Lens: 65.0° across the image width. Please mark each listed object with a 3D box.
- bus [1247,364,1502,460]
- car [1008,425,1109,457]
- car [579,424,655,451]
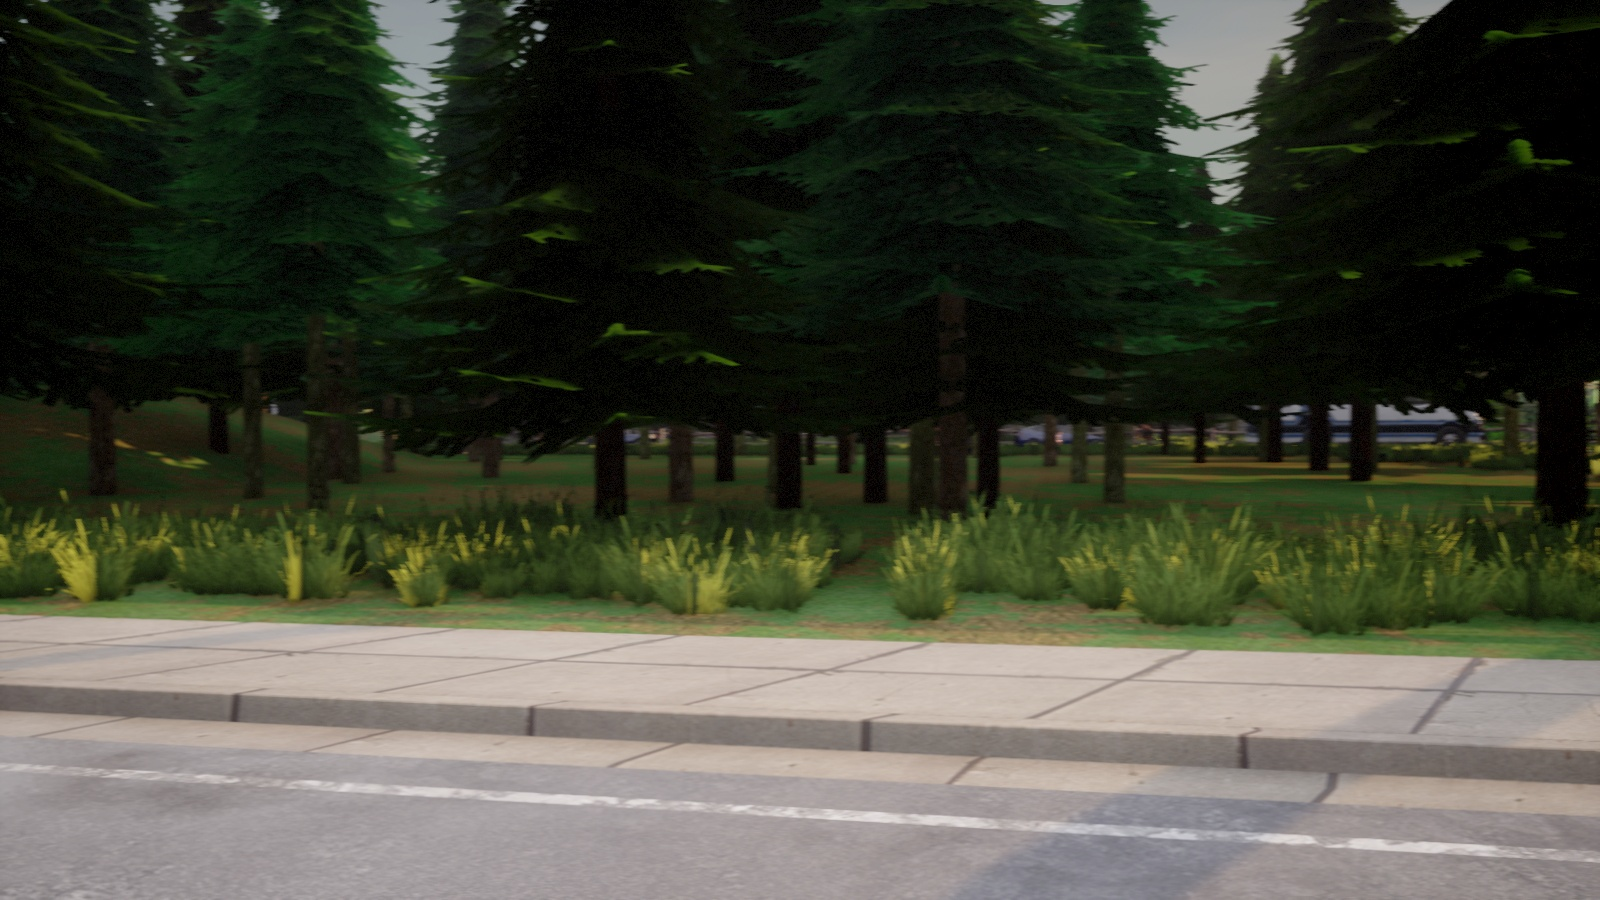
[{"bbox_3d":[26.597,-1.751,58.870,10.273,4.253,3.944,0,1,14],"label":"bus"},{"bbox_3d":[12.765,-0.463,62.045,4.792,1.488,2.163,0,1,12],"label":"car"},{"bbox_3d":[-10.296,-0.731,70.727,3.806,1.475,1.970,0,1,11],"label":"car"}]
